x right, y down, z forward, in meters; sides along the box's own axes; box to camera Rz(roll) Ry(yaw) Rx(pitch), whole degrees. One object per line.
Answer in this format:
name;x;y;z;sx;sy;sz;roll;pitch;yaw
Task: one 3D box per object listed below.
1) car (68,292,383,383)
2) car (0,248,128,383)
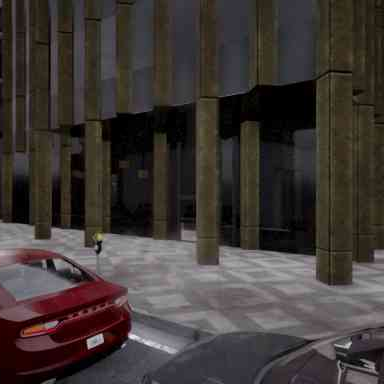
car;1.517;1.551;1.876;4.403;1.369;2.008;0;0;36
car;-2.898;1.545;5.051;4.507;1.381;1.887;0;0;36
